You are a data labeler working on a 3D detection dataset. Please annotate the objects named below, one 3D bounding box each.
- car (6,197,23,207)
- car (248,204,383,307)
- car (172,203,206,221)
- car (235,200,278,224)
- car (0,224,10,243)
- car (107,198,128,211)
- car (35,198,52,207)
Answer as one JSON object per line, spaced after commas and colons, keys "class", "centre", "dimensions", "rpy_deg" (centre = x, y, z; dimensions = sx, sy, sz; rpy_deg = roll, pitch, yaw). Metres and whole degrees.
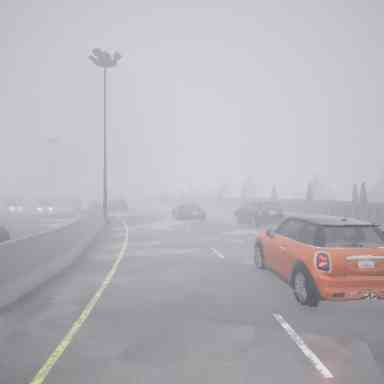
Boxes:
{"class": "car", "centre": [-27.980, 1.489, 52.438], "dimensions": [2.128, 1.511, 4.902], "rpy_deg": [0, 0, -36]}
{"class": "car", "centre": [3.047, 1.352, 8.222], "dimensions": [2.097, 1.767, 4.553], "rpy_deg": [0, 0, -4]}
{"class": "car", "centre": [-0.312, 1.563, 26.999], "dimensions": [1.994, 1.385, 4.181], "rpy_deg": [0, 0, -15]}
{"class": "car", "centre": [4.442, 1.351, 22.218], "dimensions": [2.097, 1.767, 4.553], "rpy_deg": [0, 0, -12]}
{"class": "car", "centre": [-8.051, 1.564, 11.575], "dimensions": [1.994, 1.385, 4.181], "rpy_deg": [0, 0, -8]}
{"class": "car", "centre": [-9.333, 1.490, 41.503], "dimensions": [2.128, 1.511, 4.902], "rpy_deg": [0, 0, -24]}
{"class": "car", "centre": [-22.904, 1.599, 51.281], "dimensions": [1.895, 1.301, 4.718], "rpy_deg": [0, 0, -34]}
